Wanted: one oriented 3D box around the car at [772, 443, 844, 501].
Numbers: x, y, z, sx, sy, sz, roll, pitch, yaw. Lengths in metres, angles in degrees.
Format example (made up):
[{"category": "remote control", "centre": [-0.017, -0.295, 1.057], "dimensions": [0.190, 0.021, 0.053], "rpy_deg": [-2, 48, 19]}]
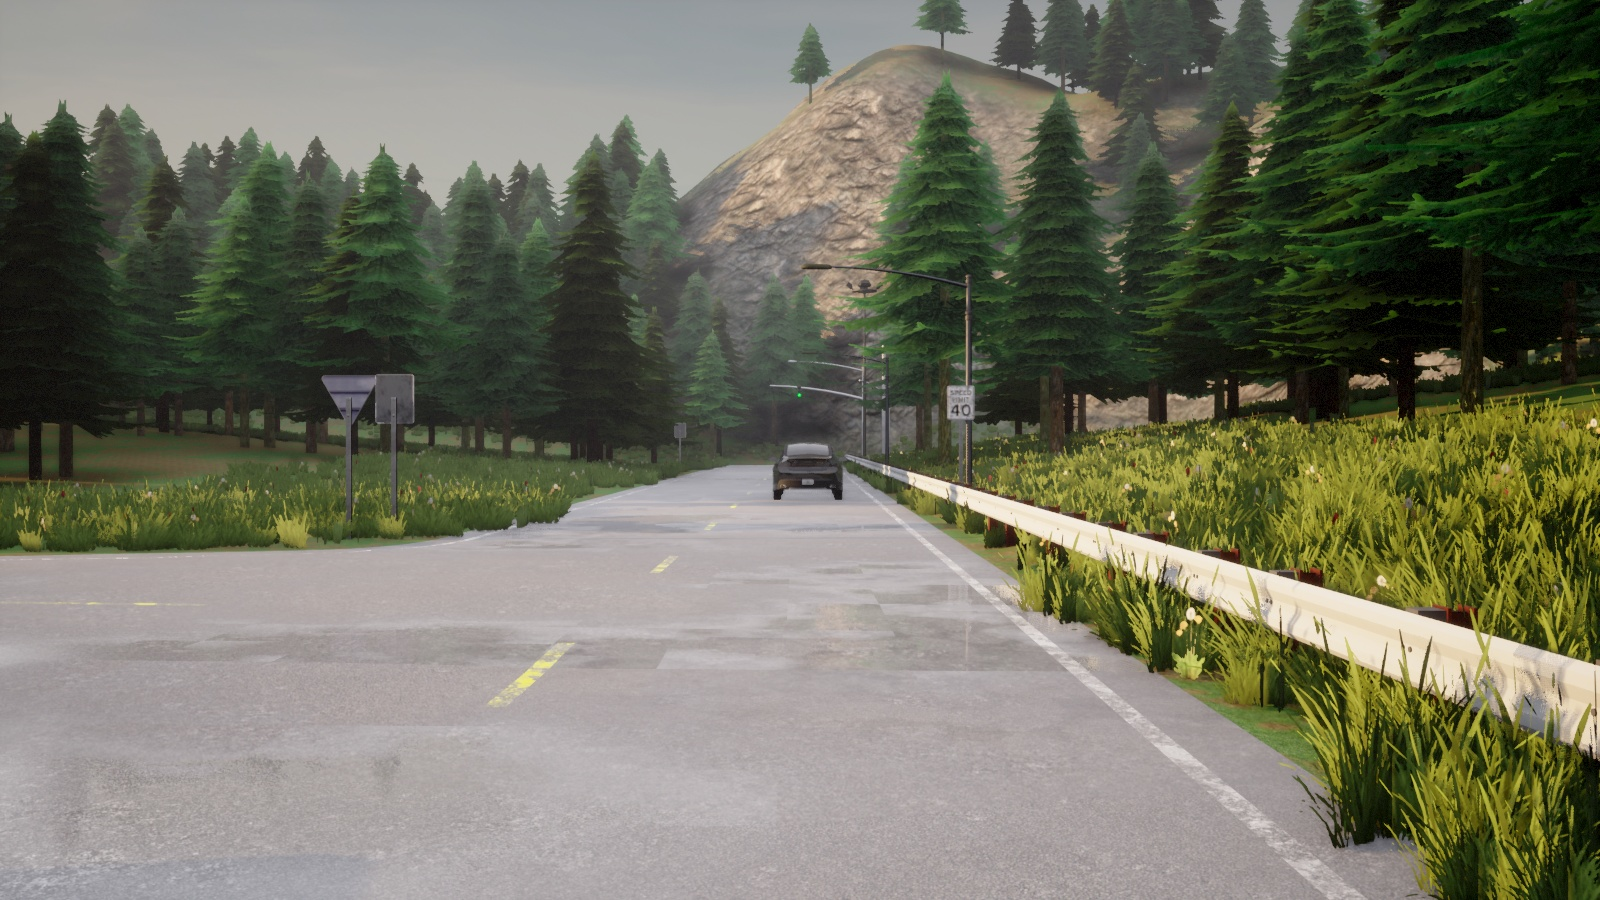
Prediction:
[{"category": "car", "centre": [0.216, 0.555, 34.644], "dimensions": [1.837, 1.490, 4.892], "rpy_deg": [0, 0, 0]}]
